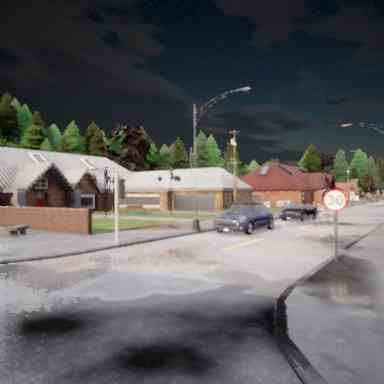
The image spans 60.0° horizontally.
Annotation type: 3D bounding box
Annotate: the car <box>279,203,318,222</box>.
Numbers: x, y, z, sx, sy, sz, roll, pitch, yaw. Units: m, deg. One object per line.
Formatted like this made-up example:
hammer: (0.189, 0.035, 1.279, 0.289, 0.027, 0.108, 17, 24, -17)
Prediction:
car: (9.075, 1.641, 28.020, 2.033, 1.411, 5.357, -1, 0, 36)

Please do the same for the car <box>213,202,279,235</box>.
car: (3.117, 1.445, 19.715, 2.097, 1.767, 4.553, -1, 0, 36)
